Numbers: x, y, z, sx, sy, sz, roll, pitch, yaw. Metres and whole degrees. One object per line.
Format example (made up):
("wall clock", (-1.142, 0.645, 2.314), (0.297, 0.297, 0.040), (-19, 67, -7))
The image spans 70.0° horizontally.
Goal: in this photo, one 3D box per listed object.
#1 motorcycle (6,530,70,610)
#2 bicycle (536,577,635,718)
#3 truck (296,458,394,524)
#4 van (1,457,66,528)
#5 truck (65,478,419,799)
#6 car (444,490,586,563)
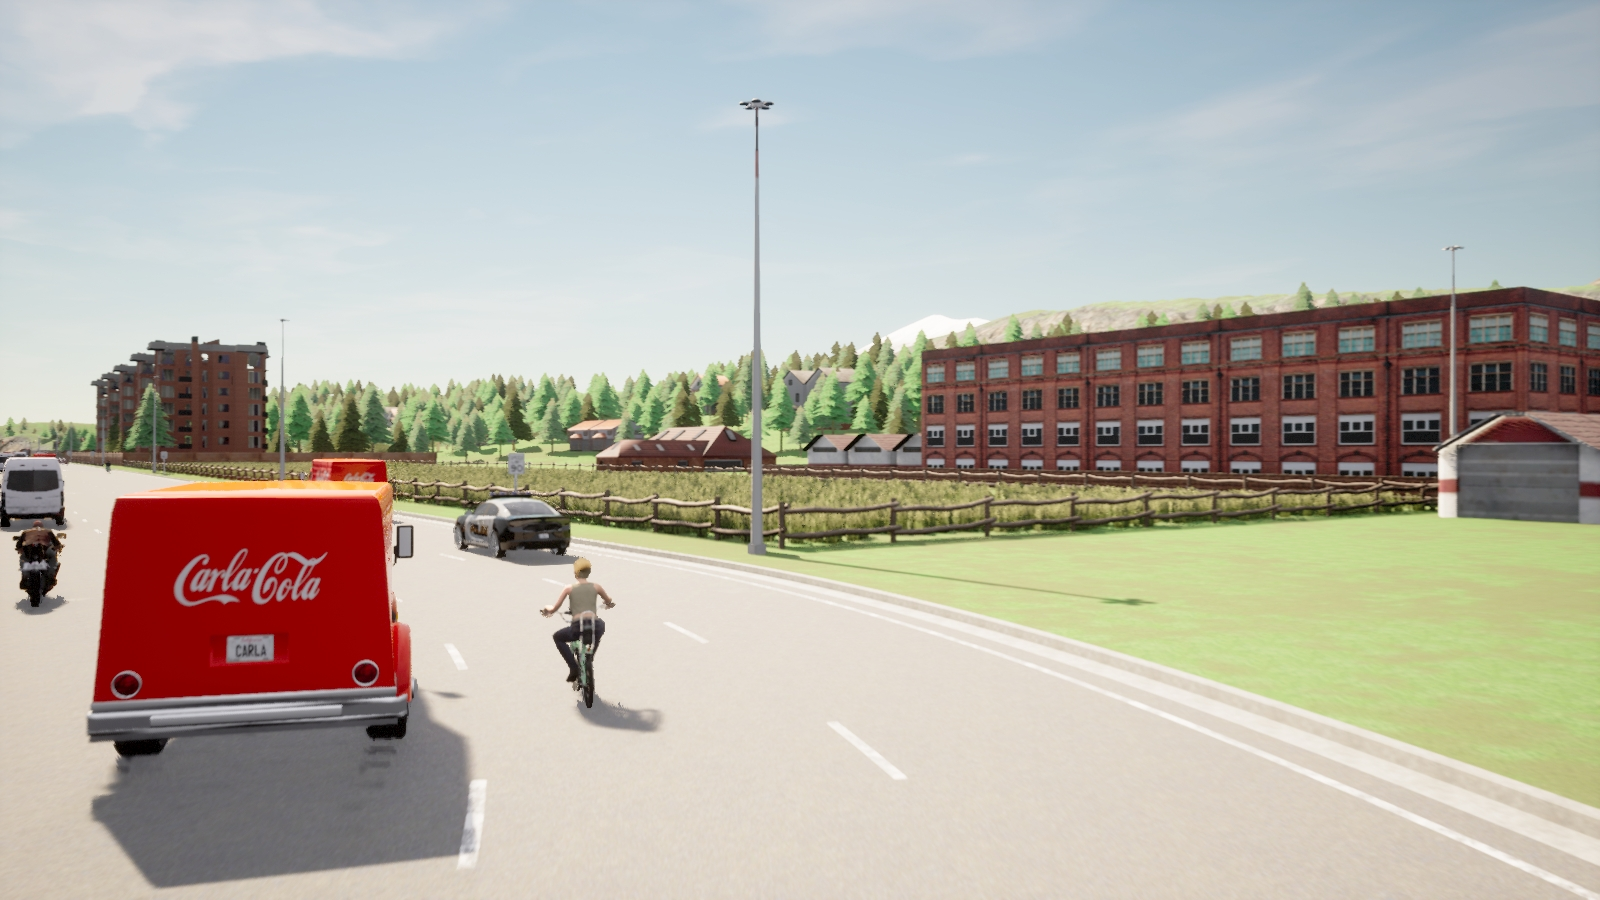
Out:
("motorcycle", (-14.313, 2.223, 21.508), (0.867, 1.251, 2.209), (-1, 1, -31))
("bicycle", (-2.441, 2.168, 12.848), (0.859, 1.276, 1.487), (-1, 0, -19))
("truck", (-18.755, 1.607, 46.922), (2.627, 2.467, 5.204), (0, 0, -35))
("van", (-30.004, 1.571, 44.637), (1.988, 2.561, 5.915), (0, 0, -35))
("truck", (-5.415, 1.575, 12.005), (2.627, 2.467, 5.204), (1, 0, -18))
("car", (-7.880, 2.006, 31.243), (2.097, 1.638, 5.238), (0, 0, -34))
